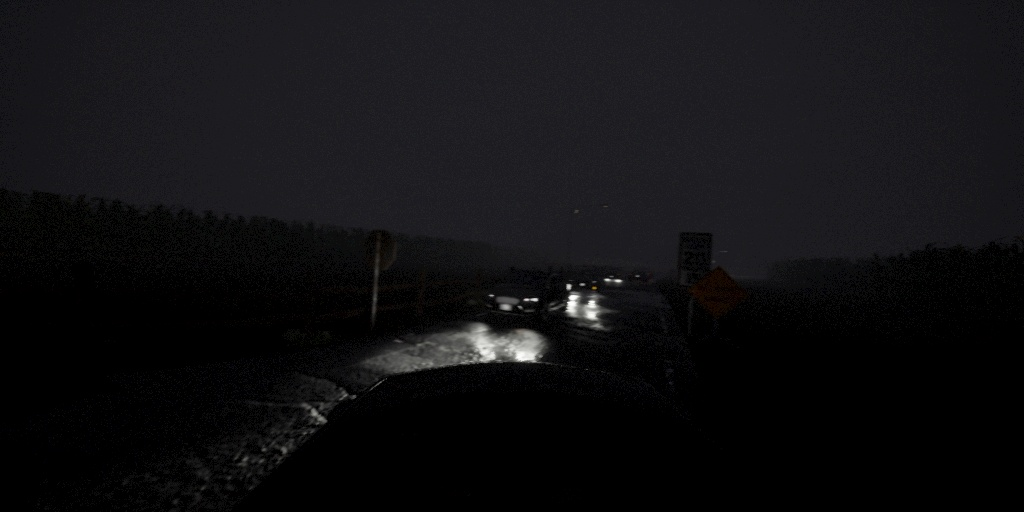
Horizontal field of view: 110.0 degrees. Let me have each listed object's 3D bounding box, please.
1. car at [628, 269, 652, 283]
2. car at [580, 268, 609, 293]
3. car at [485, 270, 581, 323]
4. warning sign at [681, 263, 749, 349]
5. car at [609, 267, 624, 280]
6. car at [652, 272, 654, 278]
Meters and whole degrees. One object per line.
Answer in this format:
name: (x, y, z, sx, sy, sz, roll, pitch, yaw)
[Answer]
car: (14.191, 2.167, 40.117, 1.994, 1.385, 4.181, 4, 0, 23)
car: (4.952, 1.583, 23.502, 1.994, 1.385, 4.181, 4, 0, 20)
car: (0.739, 1.254, 12.516, 2.128, 1.511, 4.902, 4, 0, 22)
warning sign: (4.964, 1.176, 8.815, 1.300, 1.860, 1.060, 0, 0, 22)
car: (12.386, 2.020, 43.217, 2.033, 1.411, 5.357, 4, 0, 23)
car: (18.599, 2.474, 50.011, 1.895, 1.301, 4.718, 4, 0, 28)
